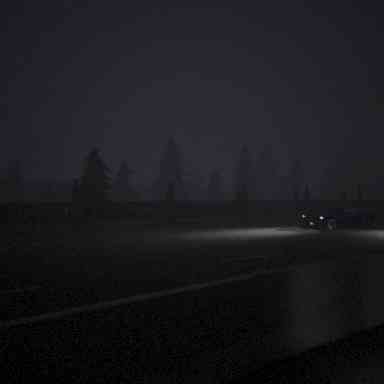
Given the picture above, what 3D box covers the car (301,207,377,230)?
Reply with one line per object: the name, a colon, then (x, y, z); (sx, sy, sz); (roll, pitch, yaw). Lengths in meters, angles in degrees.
car: (9.187, 1.584, 20.851); (4.718, 1.301, 1.895); (0, 0, -24)
